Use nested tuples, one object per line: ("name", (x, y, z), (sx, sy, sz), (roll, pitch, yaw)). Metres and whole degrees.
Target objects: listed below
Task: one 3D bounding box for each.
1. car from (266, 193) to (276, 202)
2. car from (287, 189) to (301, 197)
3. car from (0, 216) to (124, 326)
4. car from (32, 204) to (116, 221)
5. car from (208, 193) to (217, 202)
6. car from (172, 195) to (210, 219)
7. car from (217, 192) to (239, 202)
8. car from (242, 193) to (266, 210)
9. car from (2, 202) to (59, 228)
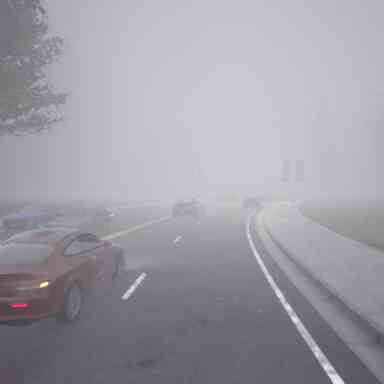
("car", (11.991, 0.840, 53.657), (1.812, 1.442, 4.674), (0, 1, 26))
("car", (22.107, 0.203, 71.934), (2.097, 1.767, 4.553), (-1, 1, 30))
("car", (-2.804, 1.476, 6.938), (1.812, 1.442, 4.674), (0, 0, 3))
("car", (-5.392, 1.429, 16.728), (2.033, 1.411, 5.357), (0, 0, 7))
("car", (3.641, 0.913, 58.448), (2.033, 1.411, 5.357), (0, 1, 26))
("car", (-0.208, 1.271, 26.349), (2.128, 1.511, 4.902), (0, 1, 12))
("car", (6.511, 0.824, 56.849), (1.882, 1.535, 5.008), (0, 1, 26))
("car", (6.695, 1.122, 36.446), (1.837, 1.490, 4.892), (0, 1, 17))
("car", (-8.358, 1.349, 18.691), (1.882, 1.535, 5.008), (0, 0, 9))
